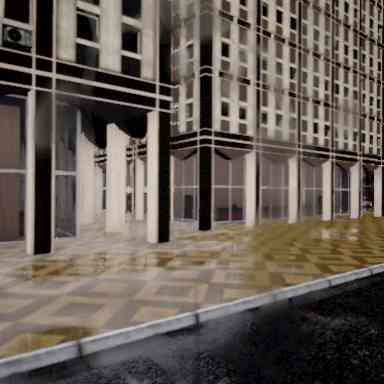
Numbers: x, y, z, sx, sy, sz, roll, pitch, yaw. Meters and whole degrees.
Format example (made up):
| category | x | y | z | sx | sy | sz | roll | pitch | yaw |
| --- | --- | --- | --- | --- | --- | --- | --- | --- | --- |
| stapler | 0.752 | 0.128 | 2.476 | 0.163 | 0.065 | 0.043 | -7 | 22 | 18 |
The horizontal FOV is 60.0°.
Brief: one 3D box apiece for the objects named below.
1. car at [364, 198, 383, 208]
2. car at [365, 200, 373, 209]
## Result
| category | x | y | z | sx | sy | sz | roll | pitch | yaw |
| --- | --- | --- | --- | --- | --- | --- | --- | --- | --- |
| car | 28.943 | 1.680 | 50.777 | 2.008 | 1.369 | 4.403 | 1 | 0 | -36 |
| car | 22.044 | 1.374 | 45.684 | 2.192 | 1.841 | 5.009 | 1 | 0 | -36 |
